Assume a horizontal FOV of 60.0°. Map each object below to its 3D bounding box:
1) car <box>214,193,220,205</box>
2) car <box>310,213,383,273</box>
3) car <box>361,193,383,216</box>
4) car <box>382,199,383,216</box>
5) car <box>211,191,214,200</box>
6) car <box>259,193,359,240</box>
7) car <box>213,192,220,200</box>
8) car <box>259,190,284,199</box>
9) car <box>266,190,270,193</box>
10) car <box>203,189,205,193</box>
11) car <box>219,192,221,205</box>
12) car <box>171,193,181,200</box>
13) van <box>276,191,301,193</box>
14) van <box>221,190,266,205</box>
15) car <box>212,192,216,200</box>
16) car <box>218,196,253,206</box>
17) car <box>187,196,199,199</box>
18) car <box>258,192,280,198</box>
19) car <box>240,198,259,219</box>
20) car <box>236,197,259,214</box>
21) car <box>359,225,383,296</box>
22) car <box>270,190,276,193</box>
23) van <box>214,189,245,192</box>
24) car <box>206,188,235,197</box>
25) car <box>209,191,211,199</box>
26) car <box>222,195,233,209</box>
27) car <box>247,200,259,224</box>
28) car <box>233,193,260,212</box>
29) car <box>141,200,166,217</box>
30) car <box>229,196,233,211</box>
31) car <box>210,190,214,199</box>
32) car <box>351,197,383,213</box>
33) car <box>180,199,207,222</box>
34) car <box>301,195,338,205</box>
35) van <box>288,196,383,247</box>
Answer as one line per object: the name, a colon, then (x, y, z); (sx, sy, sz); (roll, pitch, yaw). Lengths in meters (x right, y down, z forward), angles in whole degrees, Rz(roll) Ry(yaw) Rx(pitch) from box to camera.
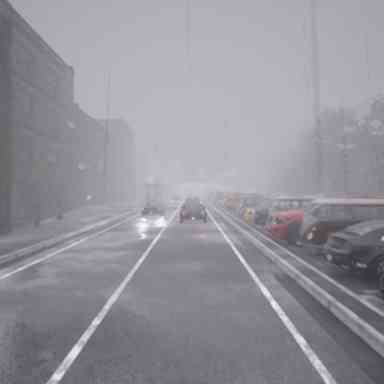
car: (6.012, 1.229, 45.050); (5.366, 1.575, 1.946); (0, 0, 0)
car: (6.079, 1.480, 8.868); (4.892, 1.521, 2.231); (0, 0, 0)
car: (19.207, 1.083, 31.108); (5.566, 2.045, 2.435); (0, 0, 0)
car: (19.232, 1.355, 28.326); (4.892, 1.521, 2.231); (0, 0, 0)
car: (6.247, 1.119, 58.967); (4.892, 1.521, 2.231); (0, 0, 0)
car: (6.075, 1.193, 14.432); (5.566, 2.045, 2.435); (0, 0, 0)
car: (6.210, 1.188, 50.617); (5.008, 1.535, 2.097); (0, 0, 0)
car: (19.418, 0.632, 81.368); (5.566, 2.045, 2.435); (0, 1, 0)
car: (19.359, 0.995, 73.007); (5.008, 1.535, 2.097); (0, 1, 0)
car: (6.324, 0.565, 95.172); (4.792, 1.488, 2.163); (0, 2, 0)
car: (6.158, 1.128, 42.266); (4.553, 1.767, 2.185); (0, 0, 0)
car: (-3.347, 0.988, 70.411); (1.837, 1.490, 4.892); (0, 1, 0)
van: (19.222, 0.843, 64.527); (4.442, 1.987, 1.878); (0, 0, 0)
van: (6.064, 1.049, 39.545); (4.442, 1.987, 1.878); (0, 0, 0)
car: (6.229, 1.164, 53.400); (5.008, 1.535, 2.097); (0, 0, 0)
car: (6.209, 1.251, 47.833); (4.674, 1.452, 2.002); (0, 0, 0)
car: (0.079, 1.234, 41.394); (2.128, 1.511, 4.902); (0, 0, 0)
car: (19.404, 0.829, 84.162); (5.008, 1.535, 2.097); (0, 1, 0)
car: (6.314, 1.388, 22.783); (5.366, 1.575, 1.946); (0, 0, 0)
car: (6.144, 1.374, 25.566); (4.892, 1.521, 2.231); (0, 0, 0)
car: (6.048, 1.525, 6.084); (4.792, 1.488, 2.163); (0, 0, 0)
car: (19.318, 0.794, 67.312); (5.566, 2.045, 2.435); (0, 0, 0)
van: (6.349, 0.916, 56.181); (4.442, 1.987, 1.878); (0, 0, 0)
car: (6.304, 0.770, 70.097); (5.566, 2.045, 2.435); (0, 0, 0)
car: (6.444, 1.067, 64.532); (5.366, 1.575, 1.946); (0, 0, 0)
car: (6.143, 1.325, 36.700); (4.792, 1.488, 2.163); (0, 0, 0)
car: (6.114, 1.410, 20.000); (4.892, 1.521, 2.231); (0, 0, 0)
car: (6.115, 1.229, 28.350); (4.553, 1.767, 2.185); (0, 0, 0)
car: (-3.361, 1.427, 29.524); (1.895, 1.301, 4.718); (0, 0, 0)
car: (6.157, 1.375, 31.134); (4.674, 1.452, 2.002); (0, 0, 0)
car: (6.219, 0.967, 61.874); (4.553, 1.767, 2.185); (0, 1, 0)
car: (19.248, 1.315, 33.896); (5.008, 1.535, 2.097); (0, 0, 0)
car: (0.090, 1.460, 24.532); (1.895, 1.301, 4.718); (0, 0, 0)
car: (19.323, 1.217, 50.607); (4.792, 1.488, 2.163); (0, 0, 0)
van: (5.979, 1.235, 11.774); (4.442, 1.987, 1.878); (0, 0, 0)
